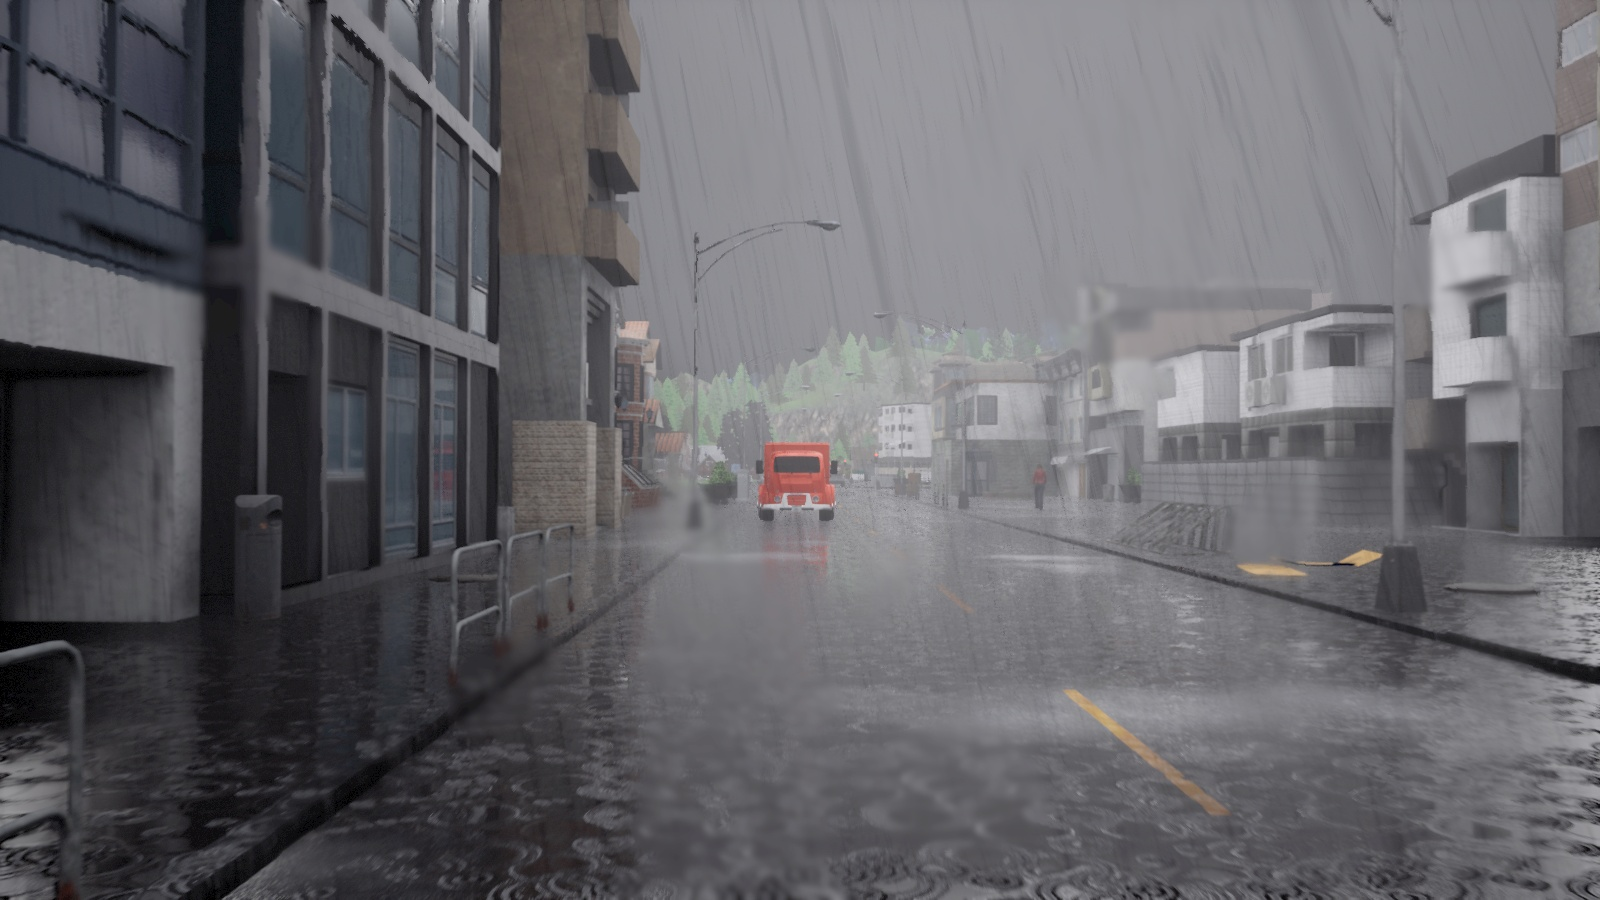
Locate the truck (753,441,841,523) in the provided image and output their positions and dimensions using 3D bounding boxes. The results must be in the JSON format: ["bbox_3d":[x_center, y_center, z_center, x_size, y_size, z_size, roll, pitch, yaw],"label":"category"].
[{"bbox_3d":[-0.100,1.000,40.468,2.627,2.467,5.204,0,-1,0],"label":"truck"}]
